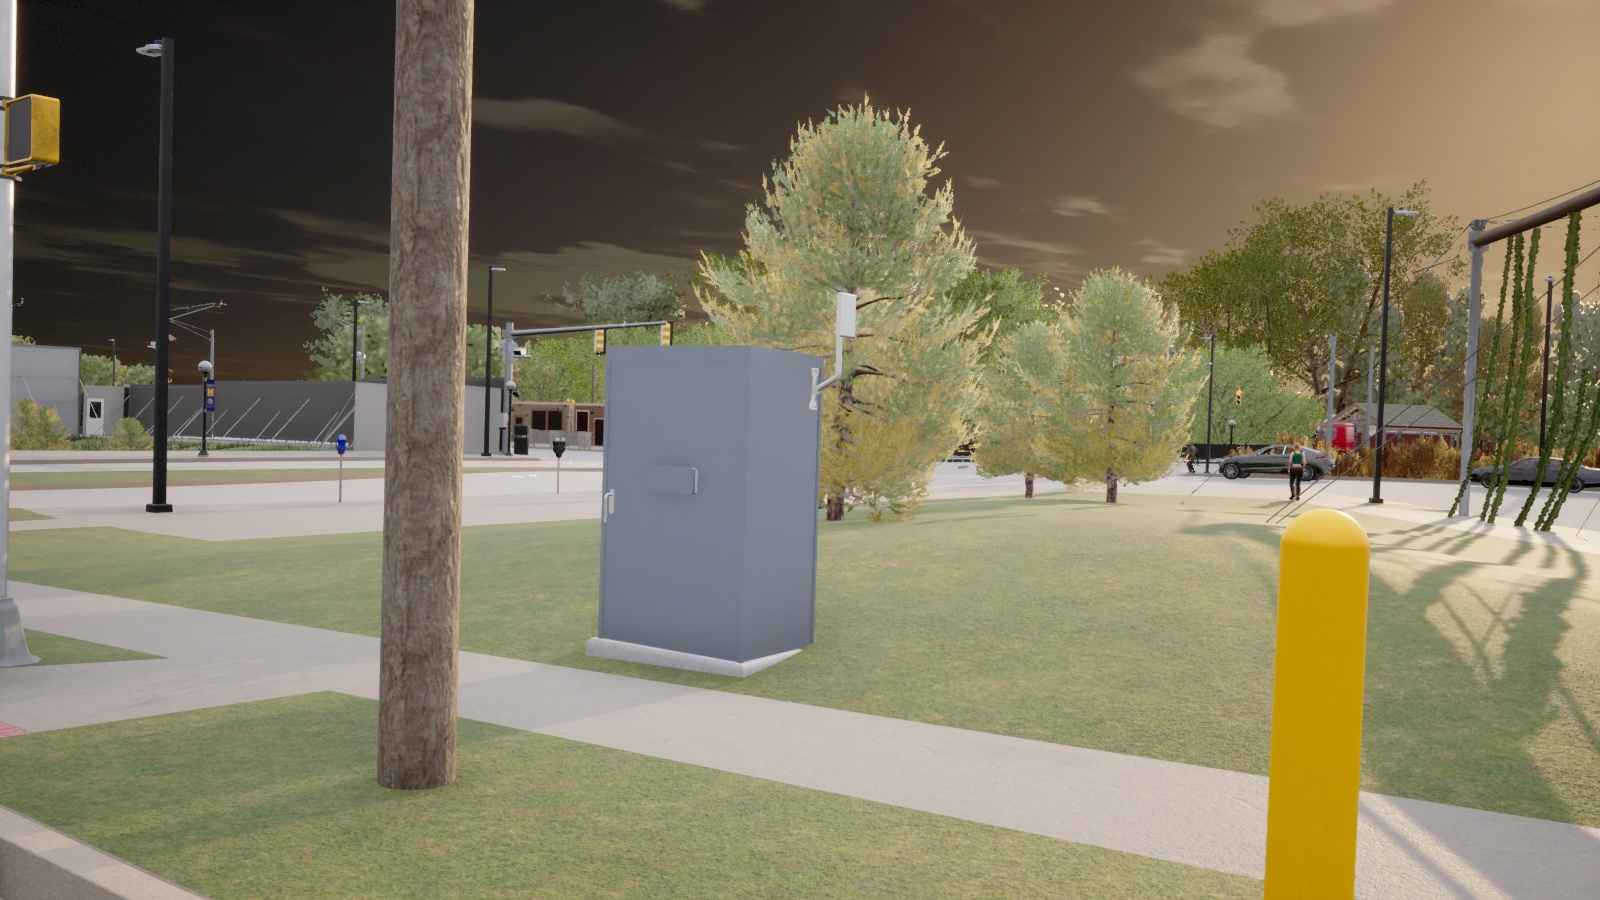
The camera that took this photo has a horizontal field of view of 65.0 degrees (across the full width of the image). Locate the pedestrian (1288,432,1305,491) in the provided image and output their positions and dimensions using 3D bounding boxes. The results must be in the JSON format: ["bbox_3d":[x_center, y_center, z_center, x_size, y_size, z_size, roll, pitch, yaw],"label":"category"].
[{"bbox_3d":[15.548,0.359,39.334,0.345,1.836,0.594,1,2,9],"label":"pedestrian"}]

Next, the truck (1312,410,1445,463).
[{"bbox_3d":[39.975,-0.936,86.870,7.936,3.462,2.891,0,1,37],"label":"truck"}]

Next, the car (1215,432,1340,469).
[{"bbox_3d":[22.014,0.016,57.932,5.027,1.651,2.152,0,1,34],"label":"car"}]

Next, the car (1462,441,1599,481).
[{"bbox_3d":[30.597,0.423,52.045,5.357,1.411,2.033,2,3,34],"label":"car"}]
